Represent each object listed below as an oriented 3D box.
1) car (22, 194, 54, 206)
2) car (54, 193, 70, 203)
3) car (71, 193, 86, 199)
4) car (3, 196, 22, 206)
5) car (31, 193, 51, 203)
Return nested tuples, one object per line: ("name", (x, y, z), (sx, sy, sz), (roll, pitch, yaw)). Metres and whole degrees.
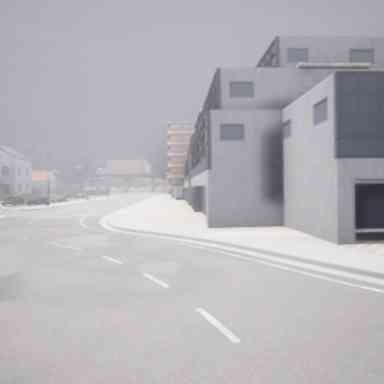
("car", (-24.934, 1.427, 54.017), (2.033, 1.411, 5.357), (-1, 0, -3))
("car", (-25.533, 1.323, 63.974), (1.812, 1.442, 4.674), (-1, 1, -3))
("car", (-26.436, 0.956, 78.705), (1.812, 1.442, 4.674), (-1, 1, -3))
("car", (-28.402, 1.443, 53.312), (1.837, 1.490, 4.892), (-1, 0, -3))
("car", (-29.050, 1.204, 64.107), (2.097, 1.767, 4.553), (-1, 1, -3))
